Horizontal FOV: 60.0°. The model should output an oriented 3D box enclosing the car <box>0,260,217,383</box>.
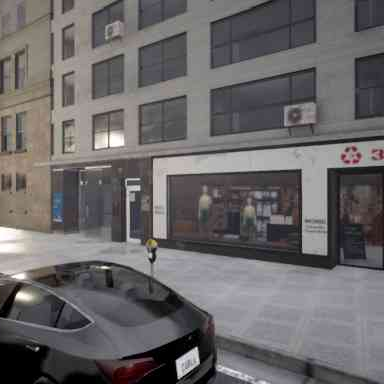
[{"bbox_3d":[-1.725,1.566,4.200,4.313,1.339,1.947,0,0,36],"label":"car"}]
